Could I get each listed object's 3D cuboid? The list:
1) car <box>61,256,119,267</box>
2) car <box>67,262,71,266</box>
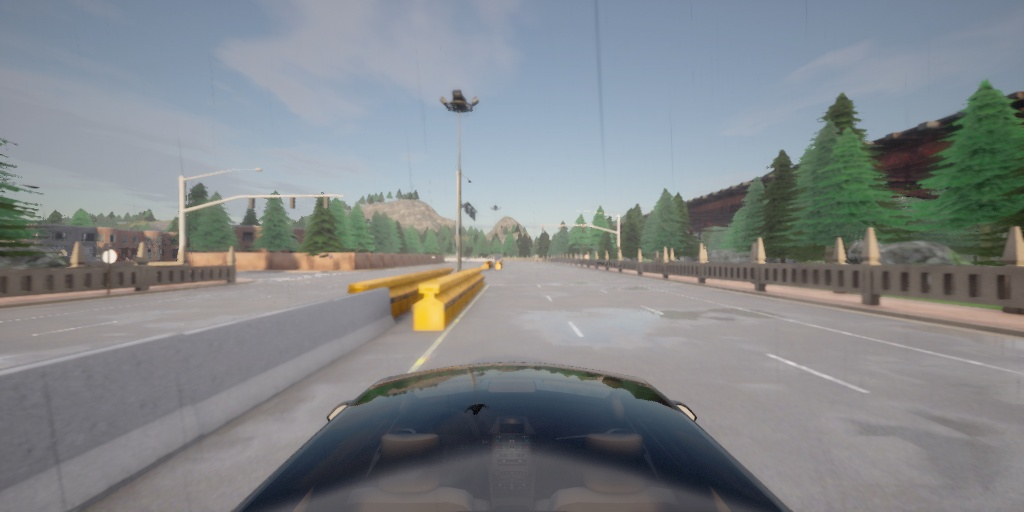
[{"bbox_3d":[-44.062,1.052,37.072,5.566,2.045,2.150,0,0,0],"label":"car"},{"bbox_3d":[-43.876,1.435,33.569,4.718,1.301,1.895,0,0,0],"label":"car"}]
